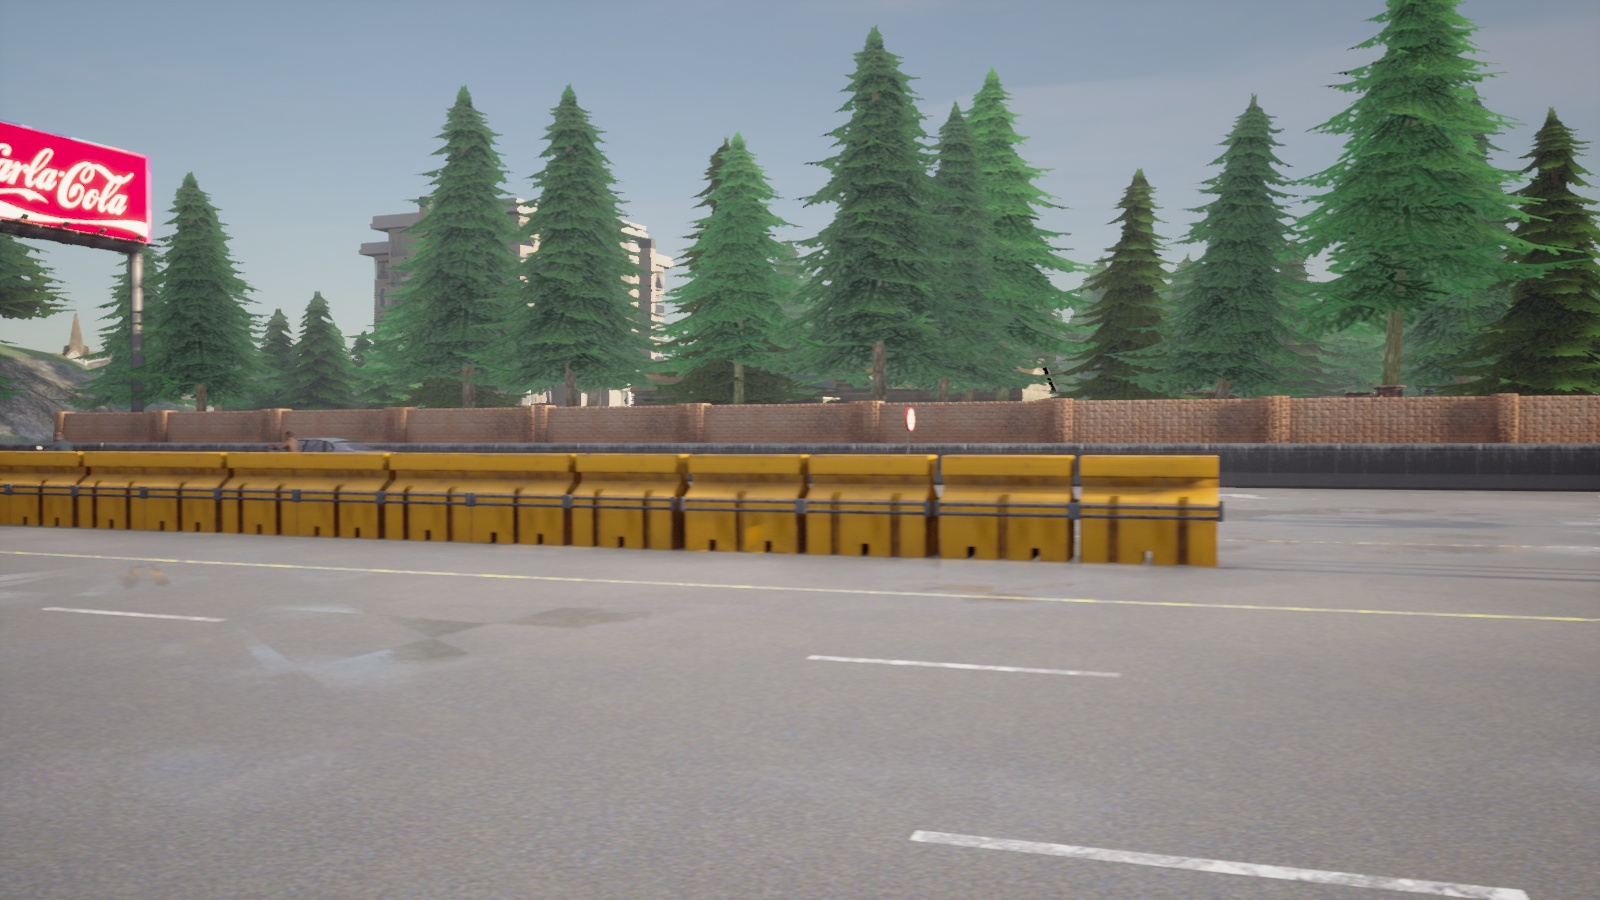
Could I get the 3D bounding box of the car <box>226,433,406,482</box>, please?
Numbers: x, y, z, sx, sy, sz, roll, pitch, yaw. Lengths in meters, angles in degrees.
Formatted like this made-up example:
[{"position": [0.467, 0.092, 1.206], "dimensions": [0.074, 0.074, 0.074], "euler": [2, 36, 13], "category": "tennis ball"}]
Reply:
[{"position": [-15.202, 0.196, 39.459], "dimensions": [5.357, 1.411, 2.033], "euler": [1, 1, 23], "category": "car"}]
